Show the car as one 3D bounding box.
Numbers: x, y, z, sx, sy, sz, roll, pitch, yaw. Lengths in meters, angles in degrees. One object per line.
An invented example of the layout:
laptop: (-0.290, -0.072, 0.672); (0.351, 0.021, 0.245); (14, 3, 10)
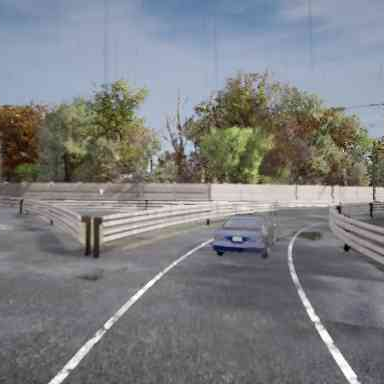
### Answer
car: (2.191, 1.538, 12.922); (2.033, 1.411, 5.357); (1, 0, 17)
